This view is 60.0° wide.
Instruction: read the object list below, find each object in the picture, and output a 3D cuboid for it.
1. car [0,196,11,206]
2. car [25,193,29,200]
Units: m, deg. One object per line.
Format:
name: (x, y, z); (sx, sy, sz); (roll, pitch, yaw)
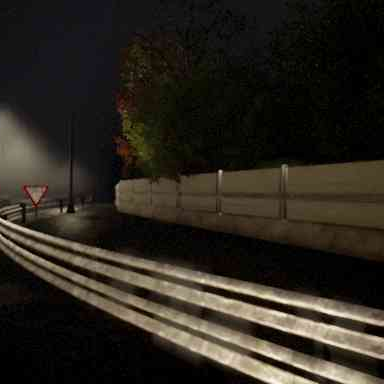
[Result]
car: (-27.152, 1.278, 46.977); (1.994, 1.385, 4.181); (0, 0, -11)
car: (-38.620, 0.773, 79.750); (2.150, 2.045, 5.566); (0, 0, -29)
